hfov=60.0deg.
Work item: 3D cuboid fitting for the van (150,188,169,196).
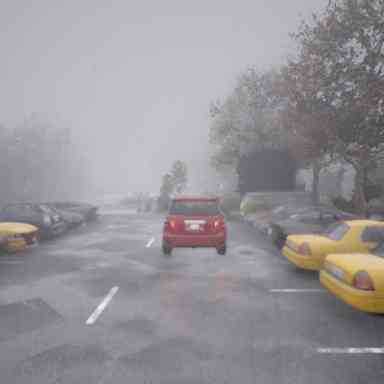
[{"bbox_3d":[-8.142,0.099,83.127,4.442,1.987,1.878,0,1,0],"label":"van"}]

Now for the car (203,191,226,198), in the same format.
[{"bbox_3d":[4.846,0.584,72.110,4.792,1.488,2.163,0,2,0],"label":"car"}]

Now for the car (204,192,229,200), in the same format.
[{"bbox_3d":[4.787,0.734,66.447,4.792,1.488,2.163,0,2,0],"label":"car"}]

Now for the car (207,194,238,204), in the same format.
[{"bbox_3d":[4.781,1.121,52.603,4.792,1.488,2.163,0,2,0],"label":"car"}]

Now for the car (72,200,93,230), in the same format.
[{"bbox_3d":[-7.992,1.307,17.236,4.792,1.488,2.163,0,1,0],"label":"car"}]

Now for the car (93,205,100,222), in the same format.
[{"bbox_3d":[-8.047,1.249,20.020,4.792,1.488,2.163,0,1,0],"label":"car"}]

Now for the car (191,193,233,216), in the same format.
[{"bbox_3d":[1.796,1.042,28.167,2.097,1.767,4.553,-2,-3,25],"label":"car"}]

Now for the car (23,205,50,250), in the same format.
[{"bbox_3d":[-8.033,1.383,11.671,5.008,1.535,2.097,0,1,0],"label":"car"}]

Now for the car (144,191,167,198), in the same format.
[{"bbox_3d":[-8.267,0.495,74.804,4.892,1.521,2.231,0,1,0],"label":"car"}]

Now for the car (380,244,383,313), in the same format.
[{"bbox_3d":[5.013,1.500,3.475,4.792,1.488,2.163,0,0,0],"label":"car"}]

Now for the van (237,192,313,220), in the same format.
[{"bbox_3d":[4.935,0.991,20.082,4.442,1.987,1.878,-1,1,0],"label":"van"}]

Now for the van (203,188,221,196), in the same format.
[{"bbox_3d":[4.938,0.097,83.049,4.442,1.987,1.878,0,1,0],"label":"van"}]

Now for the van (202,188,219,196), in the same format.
[{"bbox_3d":[4.705,0.044,85.819,4.442,1.987,1.878,0,1,0],"label":"van"}]

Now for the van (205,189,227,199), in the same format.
[{"bbox_3d":[4.933,0.400,69.333,4.442,1.987,1.878,0,1,0],"label":"van"}]

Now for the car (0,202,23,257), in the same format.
[{"bbox_3d":[-8.003,1.172,8.875,5.566,2.045,2.435,0,1,0],"label":"car"}]

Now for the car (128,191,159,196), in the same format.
[{"bbox_3d":[-8.264,1.094,52.614,5.008,1.535,2.097,0,2,0],"label":"car"}]

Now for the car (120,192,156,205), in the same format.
[{"bbox_3d":[-8.300,1.201,49.839,4.792,1.488,2.163,0,2,0],"label":"car"}]

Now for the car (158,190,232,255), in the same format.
[{"bbox_3d":[0.097,1.103,12.902,2.150,2.045,5.566,0,1,0],"label":"car"}]

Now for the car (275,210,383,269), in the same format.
[{"bbox_3d":[5.234,1.416,8.925,5.366,1.575,1.946,0,1,0],"label":"car"}]

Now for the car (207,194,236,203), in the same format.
[{"bbox_3d":[4.808,1.054,55.372,4.674,1.452,2.002,0,2,0],"label":"car"}]

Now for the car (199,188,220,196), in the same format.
[{"bbox_3d":[4.796,-0.088,91.357,5.566,2.045,2.435,0,1,0],"label":"car"}]

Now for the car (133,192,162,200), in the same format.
[{"bbox_3d":[-8.451,0.781,63.714,5.366,1.575,1.946,0,2,0],"label":"car"}]

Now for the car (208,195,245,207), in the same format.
[{"bbox_3d":[4.803,1.243,47.187,5.008,1.535,2.097,0,2,0],"label":"car"}]

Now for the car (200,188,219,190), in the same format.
[{"bbox_3d":[4.843,0.530,63.671,5.566,2.045,2.435,0,2,0],"label":"car"}]

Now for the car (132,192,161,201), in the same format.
[{"bbox_3d":[-8.260,0.862,60.939,4.892,1.521,2.231,0,2,0],"label":"car"}]

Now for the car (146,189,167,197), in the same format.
[{"bbox_3d":[-8.229,0.308,77.580,4.553,1.767,2.185,0,1,0],"label":"car"}]

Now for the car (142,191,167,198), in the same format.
[{"bbox_3d":[-8.077,0.556,72.037,5.366,1.575,1.946,0,1,0],"label":"car"}]

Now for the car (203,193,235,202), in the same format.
[{"bbox_3d":[4.627,0.934,58.140,5.366,1.575,1.946,0,2,0],"label":"car"}]

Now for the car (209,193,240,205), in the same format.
[{"bbox_3d":[4.841,1.040,49.954,4.553,1.767,2.185,0,2,0],"label":"car"}]

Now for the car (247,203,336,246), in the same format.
[{"bbox_3d":[5.058,1.367,14.630,4.674,1.452,2.002,0,1,0],"label":"car"}]

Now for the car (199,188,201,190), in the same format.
[{"bbox_3d":[4.826,0.376,80.284,5.008,1.535,2.097,0,1,0],"label":"car"}]

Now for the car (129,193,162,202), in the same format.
[{"bbox_3d":[-8.082,0.936,58.164,5.366,1.575,1.946,0,2,0],"label":"car"}]

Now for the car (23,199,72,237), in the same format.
[{"bbox_3d":[-7.993,1.208,14.448,4.553,1.767,2.185,0,1,0],"label":"car"}]

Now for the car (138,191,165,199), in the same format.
[{"bbox_3d":[-8.449,0.625,69.385,5.366,1.575,1.946,0,2,0],"label":"car"}]

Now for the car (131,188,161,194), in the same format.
[{"bbox_3d":[-8.240,0.765,55.381,5.566,2.045,2.435,0,2,0],"label":"car"}]

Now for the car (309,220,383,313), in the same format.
[{"bbox_3d":[5.231,1.447,6.130,5.366,1.575,1.946,0,1,0],"label":"car"}]

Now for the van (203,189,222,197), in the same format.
[{"bbox_3d":[4.711,0.207,77.494,4.442,1.987,1.878,0,1,0],"label":"van"}]

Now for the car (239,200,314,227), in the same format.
[{"bbox_3d":[5.062,1.310,17.414,4.674,1.452,2.002,0,1,0],"label":"car"}]
